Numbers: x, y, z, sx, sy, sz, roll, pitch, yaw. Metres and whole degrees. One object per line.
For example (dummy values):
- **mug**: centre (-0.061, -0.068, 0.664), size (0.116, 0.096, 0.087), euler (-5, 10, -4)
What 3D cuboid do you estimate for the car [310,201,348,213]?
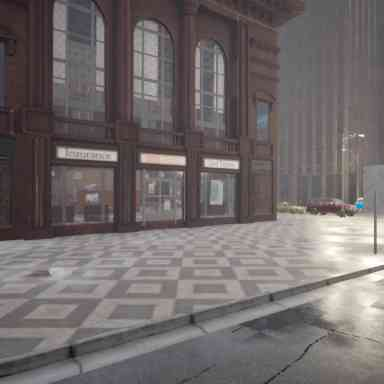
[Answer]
- **car**: centre (17.704, 1.899, 43.138), size (1.802, 1.307, 4.206), euler (-1, 0, -35)

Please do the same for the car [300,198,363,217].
- **car**: centre (13.986, 1.524, 33.620), size (2.192, 1.841, 5.009), euler (0, 0, -35)

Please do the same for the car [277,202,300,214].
- **car**: centre (10.842, 1.800, 38.074), size (1.752, 1.417, 4.829), euler (0, 0, -35)
